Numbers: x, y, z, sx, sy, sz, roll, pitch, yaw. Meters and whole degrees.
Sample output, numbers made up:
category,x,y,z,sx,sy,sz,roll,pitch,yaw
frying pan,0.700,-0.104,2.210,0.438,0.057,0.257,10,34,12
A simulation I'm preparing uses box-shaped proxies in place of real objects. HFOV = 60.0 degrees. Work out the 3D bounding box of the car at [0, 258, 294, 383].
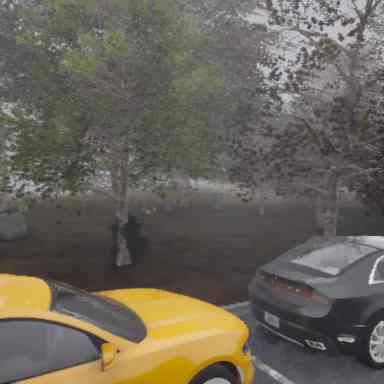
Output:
category,x,y,z,sx,sy,sz,roll,pitch,yaw
car,-1.681,1.476,2.725,5.008,1.535,2.097,0,0,-34

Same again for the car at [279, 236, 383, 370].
category,x,y,z,sx,sy,sz,roll,pitch,yaw
car,3.269,1.504,5.631,4.892,1.521,2.231,1,0,-26
